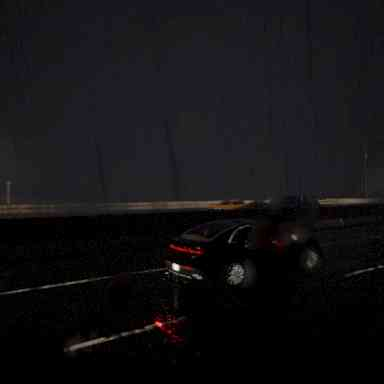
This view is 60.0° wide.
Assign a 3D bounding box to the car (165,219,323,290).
[{"bbox_3d":[1.610,1.506,9.165,4.892,1.490,1.837,0,0,-35],"label":"car"}]

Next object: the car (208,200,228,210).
[{"bbox_3d":[3.766,1.487,32.276,5.008,1.535,1.882,0,0,-35],"label":"car"}]

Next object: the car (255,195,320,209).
[{"bbox_3d":[8.013,1.234,26.711,5.566,2.045,2.150,0,0,-35],"label":"car"}]

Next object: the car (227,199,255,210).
[{"bbox_3d":[5.717,1.537,29.381,4.674,1.442,1.812,0,0,-34],"label":"car"}]
